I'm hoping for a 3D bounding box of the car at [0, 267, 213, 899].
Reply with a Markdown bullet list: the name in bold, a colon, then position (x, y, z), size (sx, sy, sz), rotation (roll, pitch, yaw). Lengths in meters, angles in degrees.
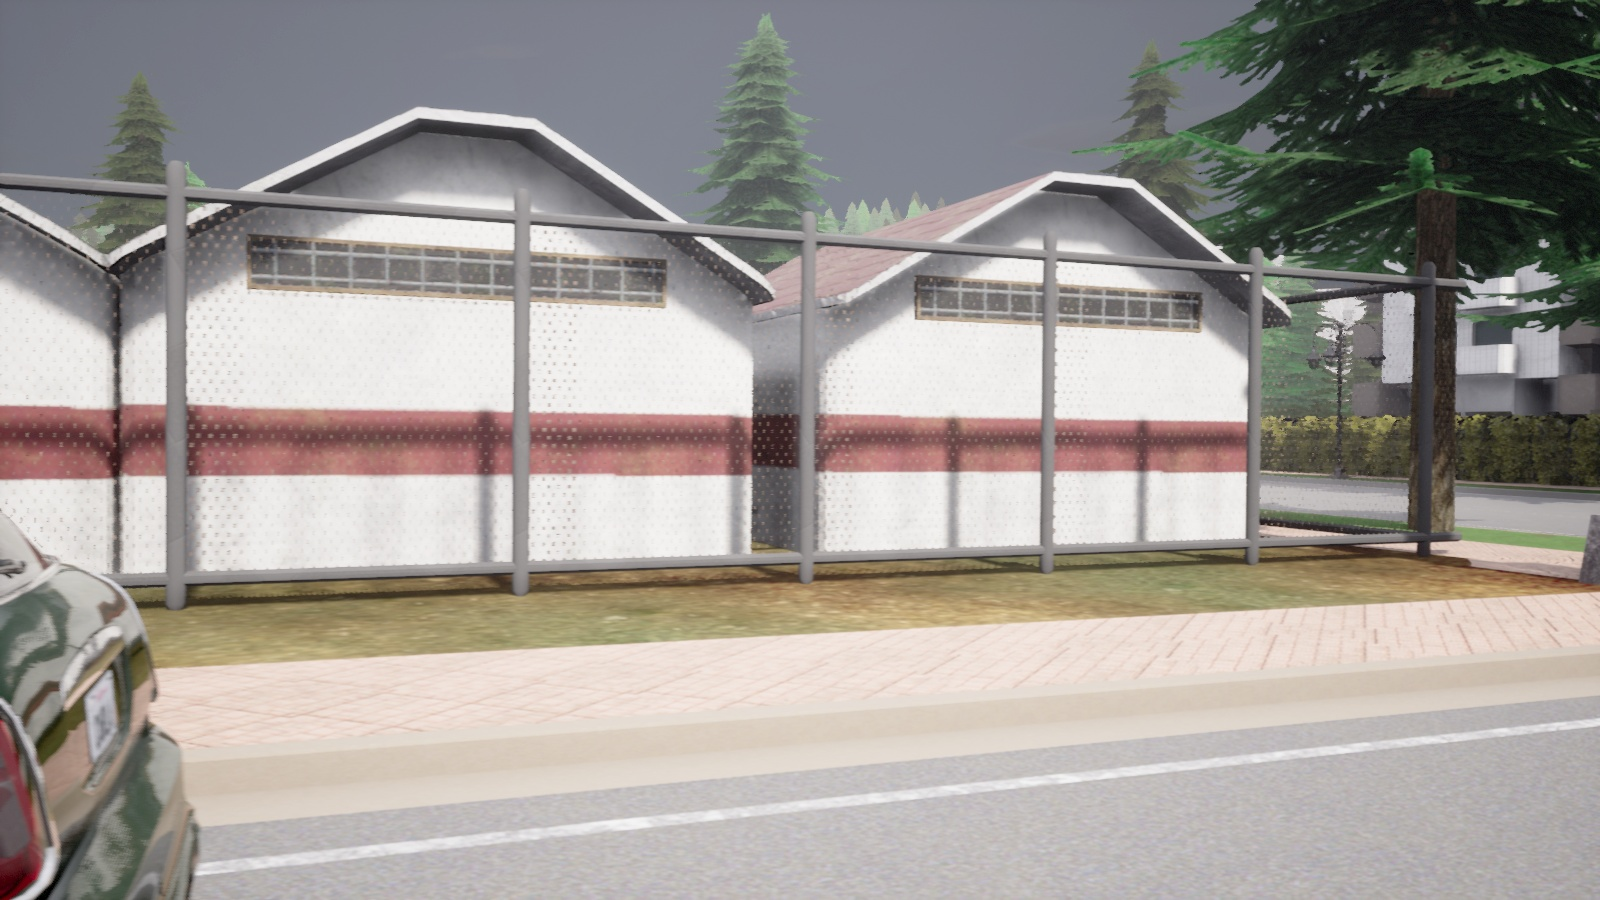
- **car**: position (-3.498, 0.666, 1.910), size (4.553, 1.767, 2.097), rotation (-1, 1, -21)
